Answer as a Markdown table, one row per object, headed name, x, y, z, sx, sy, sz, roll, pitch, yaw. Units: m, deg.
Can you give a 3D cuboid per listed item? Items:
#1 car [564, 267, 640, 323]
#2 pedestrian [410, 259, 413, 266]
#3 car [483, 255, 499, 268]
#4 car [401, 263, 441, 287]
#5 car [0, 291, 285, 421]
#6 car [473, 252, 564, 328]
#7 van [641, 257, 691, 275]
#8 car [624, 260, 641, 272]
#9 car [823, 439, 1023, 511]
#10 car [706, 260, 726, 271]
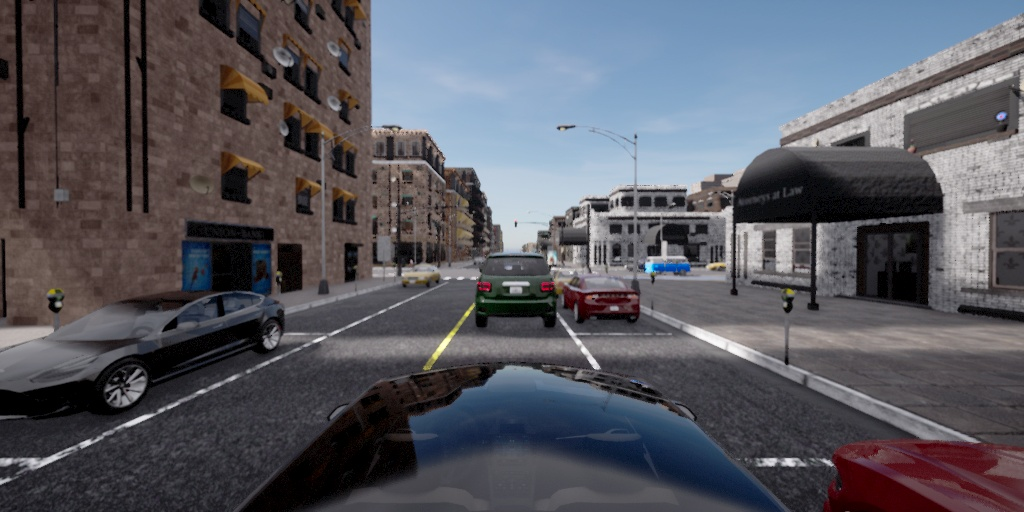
| name | x | y | z | sx | sy | sz | roll | pitch | yaw |
| --- | --- | --- | --- | --- | --- | --- | --- | --- | --- |
| car | 2.693 | 1.229 | 11.649 | 1.888 | 1.381 | 4.507 | 0 | 0 | 0 |
| pedestrian | -12.613 | 0.924 | 44.931 | 0.500 | 1.100 | 0.500 | 0 | 1 | 0 |
| car | -3.066 | 0.780 | 53.773 | 2.097 | 1.767 | 4.553 | 0 | 0 | 0 |
| car | -5.683 | 1.136 | 22.881 | 1.751 | 1.417 | 4.829 | 0 | 0 | 0 |
| car | -5.690 | 1.287 | 5.961 | 1.948 | 1.339 | 4.313 | 0 | 0 | 0 |
| car | 0.101 | 0.906 | 11.315 | 2.150 | 2.045 | 5.566 | 0 | 0 | 0 |
| van | 14.668 | 0.951 | 33.808 | 3.998 | 1.789 | 1.690 | 0 | 0 | 0 |
| car | 14.939 | 1.021 | 39.603 | 4.902 | 1.511 | 2.128 | 0 | 1 | -2 |
| car | 2.689 | 1.305 | 0.256 | 1.888 | 1.381 | 4.507 | 0 | 0 | 0 |
| car | 25.500 | 1.052 | 42.264 | 4.829 | 1.417 | 1.751 | 0 | 0 | 0 |
